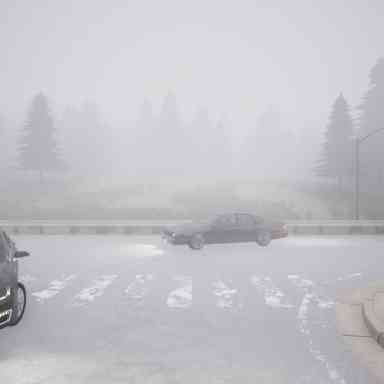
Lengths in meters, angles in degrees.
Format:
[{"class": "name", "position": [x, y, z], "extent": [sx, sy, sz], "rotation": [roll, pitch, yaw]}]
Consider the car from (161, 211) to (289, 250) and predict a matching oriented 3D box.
[{"class": "car", "position": [1.458, 1.547, 14.191], "extent": [5.357, 1.411, 2.033], "rotation": [0, 0, -20]}]

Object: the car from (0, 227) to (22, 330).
[{"class": "car", "position": [-4.457, 1.505, 6.550], "extent": [1.837, 1.490, 4.892], "rotation": [0, 0, -28]}]

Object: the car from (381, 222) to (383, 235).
[{"class": "car", "position": [11.237, 1.492, 15.070], "extent": [4.902, 1.511, 2.128], "rotation": [0, 0, 0]}]
